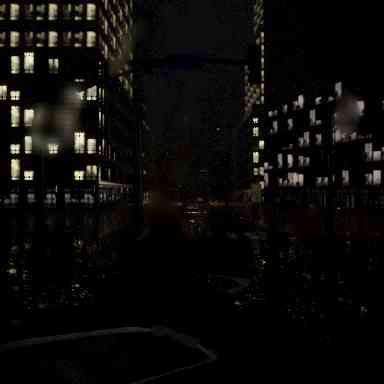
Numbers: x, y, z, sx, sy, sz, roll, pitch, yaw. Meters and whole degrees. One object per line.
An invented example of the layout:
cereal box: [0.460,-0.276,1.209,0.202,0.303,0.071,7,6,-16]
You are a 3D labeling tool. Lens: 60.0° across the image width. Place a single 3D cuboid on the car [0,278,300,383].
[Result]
car: [-1.460,1.501,2.267,4.902,1.511,2.128,0,0,-29]
